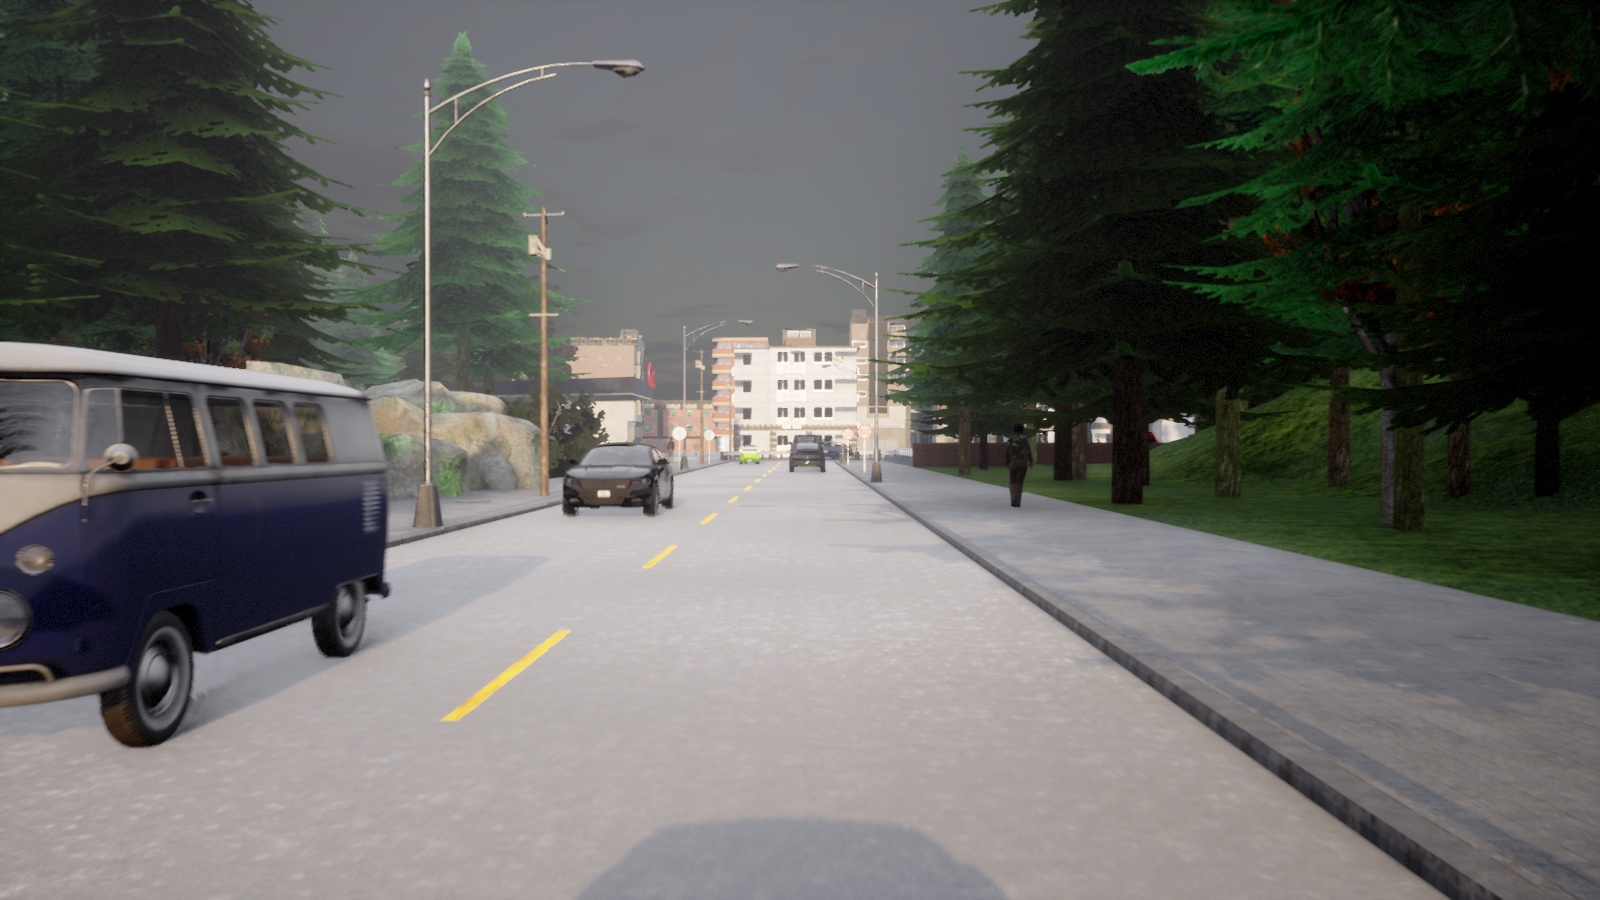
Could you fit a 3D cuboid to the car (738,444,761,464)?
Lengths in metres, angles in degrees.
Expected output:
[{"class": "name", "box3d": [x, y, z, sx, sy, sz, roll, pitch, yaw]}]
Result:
[{"class": "car", "box3d": [-3.512, 0.303, 87.942, 1.481, 1.376, 2.207, 0, 0, 1]}]

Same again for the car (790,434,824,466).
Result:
[{"class": "car", "box3d": [0.447, 0.002, 82.240, 2.150, 2.045, 5.566, 0, 0, 0]}]

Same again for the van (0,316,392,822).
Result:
[{"class": "van", "box3d": [-3.944, 0.456, 7.160, 1.775, 1.987, 4.442, 0, 0, 0]}]

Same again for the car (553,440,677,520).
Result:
[{"class": "car", "box3d": [-3.831, 0.570, 26.791, 1.882, 1.535, 5.008, 0, 0, 0]}]

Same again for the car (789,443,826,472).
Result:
[{"class": "car", "box3d": [0.374, 0.381, 65.553, 1.837, 1.490, 4.892, 0, 0, 0]}]

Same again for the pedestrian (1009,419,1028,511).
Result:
[{"class": "pedestrian", "box3d": [4.665, 0.309, 26.849, 0.395, 1.930, 0.692, 0, 0, 9]}]
